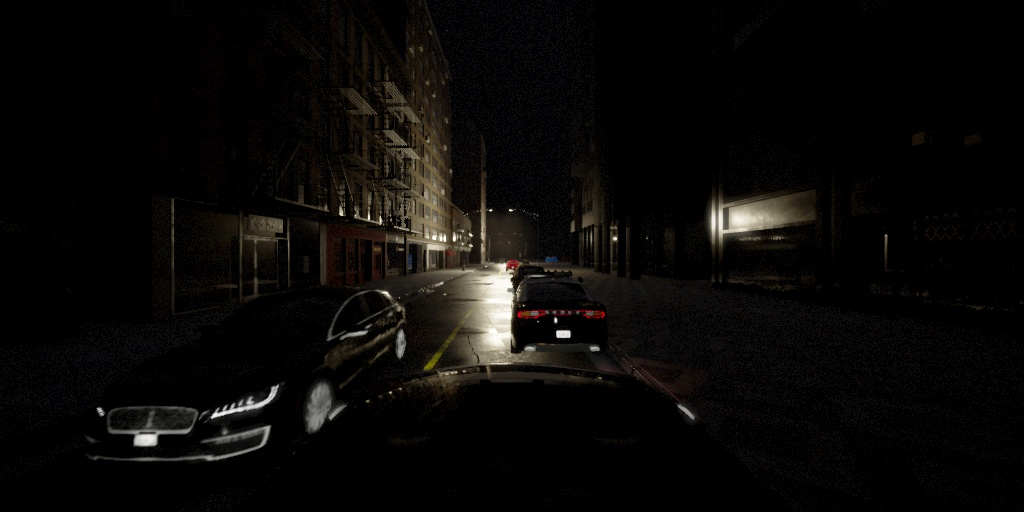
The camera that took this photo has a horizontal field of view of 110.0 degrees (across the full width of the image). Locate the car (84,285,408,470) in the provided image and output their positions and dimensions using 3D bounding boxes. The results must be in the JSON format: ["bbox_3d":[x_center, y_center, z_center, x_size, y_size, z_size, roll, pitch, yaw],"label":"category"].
[{"bbox_3d":[-2.995,1.254,5.367,1.837,1.490,4.892,0,0,0],"label":"car"}]

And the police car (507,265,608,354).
[{"bbox_3d":[0.913,1.175,8.912,1.930,1.638,5.238,0,0,0],"label":"police car"}]

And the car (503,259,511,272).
[{"bbox_3d":[0.142,1.301,47.403,1.812,1.442,4.674,0,0,1],"label":"car"}]

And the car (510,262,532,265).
[{"bbox_3d":[0.937,1.256,18.802,1.837,1.490,4.892,0,0,0],"label":"car"}]

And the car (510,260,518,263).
[{"bbox_3d":[0.952,1.209,24.993,1.801,1.575,5.366,0,0,0],"label":"car"}]
